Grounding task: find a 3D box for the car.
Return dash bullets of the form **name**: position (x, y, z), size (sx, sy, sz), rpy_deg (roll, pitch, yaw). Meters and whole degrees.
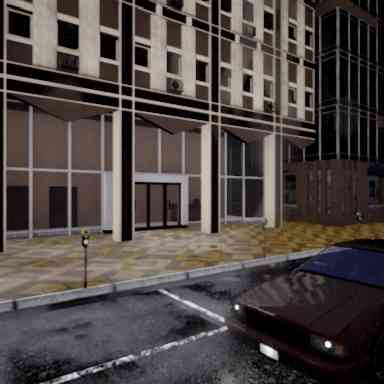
- **car**: position (3.105, 1.553, 5.584), size (5.357, 1.411, 2.033), rpy_deg (0, 0, -35)
